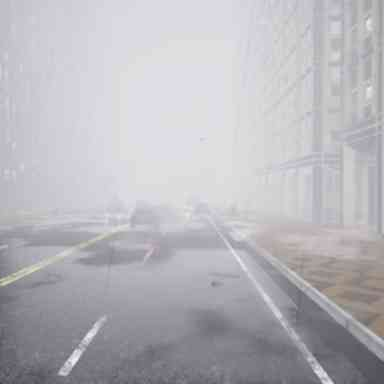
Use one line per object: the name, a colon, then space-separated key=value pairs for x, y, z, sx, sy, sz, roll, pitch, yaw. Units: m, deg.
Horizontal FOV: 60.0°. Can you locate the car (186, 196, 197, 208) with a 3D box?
car: x=0.006 y=1.979 z=57.655 sx=2.128 sy=1.511 sz=4.902 roll=0 pitch=0 yaw=0

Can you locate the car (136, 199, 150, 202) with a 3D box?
car: x=-6.572 y=1.728 z=43.904 sx=2.097 sy=1.767 sz=4.553 roll=0 pitch=0 yaw=0

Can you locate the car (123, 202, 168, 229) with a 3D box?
car: x=-3.149 y=1.699 z=23.605 sx=2.128 sy=1.511 sz=4.902 roll=0 pitch=0 yaw=0

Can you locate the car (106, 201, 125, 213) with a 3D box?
car: x=-9.823 y=1.897 z=43.396 sx=1.812 sy=1.442 sz=4.674 roll=0 pitch=0 yaw=0

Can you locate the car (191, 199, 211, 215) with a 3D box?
car: x=1.142 y=1.861 z=38.867 sx=1.812 sy=1.442 sz=4.674 roll=0 pitch=0 yaw=0

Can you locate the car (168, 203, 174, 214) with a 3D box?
car: x=-3.147 y=1.945 z=39.982 sx=1.895 sy=1.301 sz=4.718 roll=0 pitch=0 yaw=0
